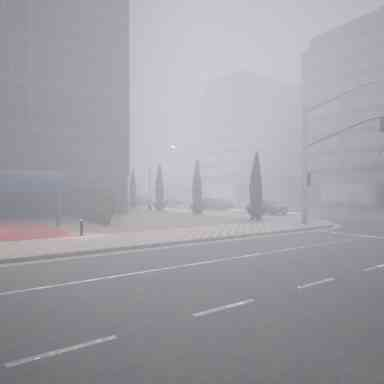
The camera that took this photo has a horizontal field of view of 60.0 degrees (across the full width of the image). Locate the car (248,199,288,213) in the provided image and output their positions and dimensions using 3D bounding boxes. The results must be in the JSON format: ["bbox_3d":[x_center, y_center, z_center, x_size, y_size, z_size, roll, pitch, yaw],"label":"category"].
[{"bbox_3d":[8.614,1.564,37.999,1.994,1.385,4.181,0,0,-35],"label":"car"}]

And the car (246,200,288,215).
[{"bbox_3d":[7.469,1.526,33.525,1.812,1.442,4.674,0,0,-38],"label":"car"}]

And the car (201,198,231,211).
[{"bbox_3d":[2.222,1.502,41.042,1.837,1.490,4.892,0,1,-35],"label":"car"}]

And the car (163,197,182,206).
[{"bbox_3d":[-3.402,1.564,55.243,1.994,1.385,4.181,0,0,-35],"label":"car"}]

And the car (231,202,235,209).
[{"bbox_3d":[3.805,1.564,44.890,1.994,1.385,4.181,0,0,-35],"label":"car"}]

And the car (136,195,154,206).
[{"bbox_3d":[-8.233,1.351,56.080,2.097,1.767,4.553,0,0,-35],"label":"car"}]
